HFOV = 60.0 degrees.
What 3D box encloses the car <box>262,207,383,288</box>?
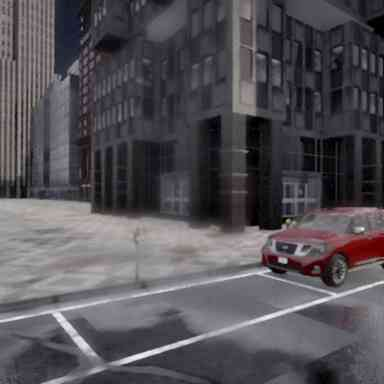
[{"bbox_3d":[4.304,1.403,9.722,5.009,1.841,2.192,1,-1,-35],"label":"car"}]
